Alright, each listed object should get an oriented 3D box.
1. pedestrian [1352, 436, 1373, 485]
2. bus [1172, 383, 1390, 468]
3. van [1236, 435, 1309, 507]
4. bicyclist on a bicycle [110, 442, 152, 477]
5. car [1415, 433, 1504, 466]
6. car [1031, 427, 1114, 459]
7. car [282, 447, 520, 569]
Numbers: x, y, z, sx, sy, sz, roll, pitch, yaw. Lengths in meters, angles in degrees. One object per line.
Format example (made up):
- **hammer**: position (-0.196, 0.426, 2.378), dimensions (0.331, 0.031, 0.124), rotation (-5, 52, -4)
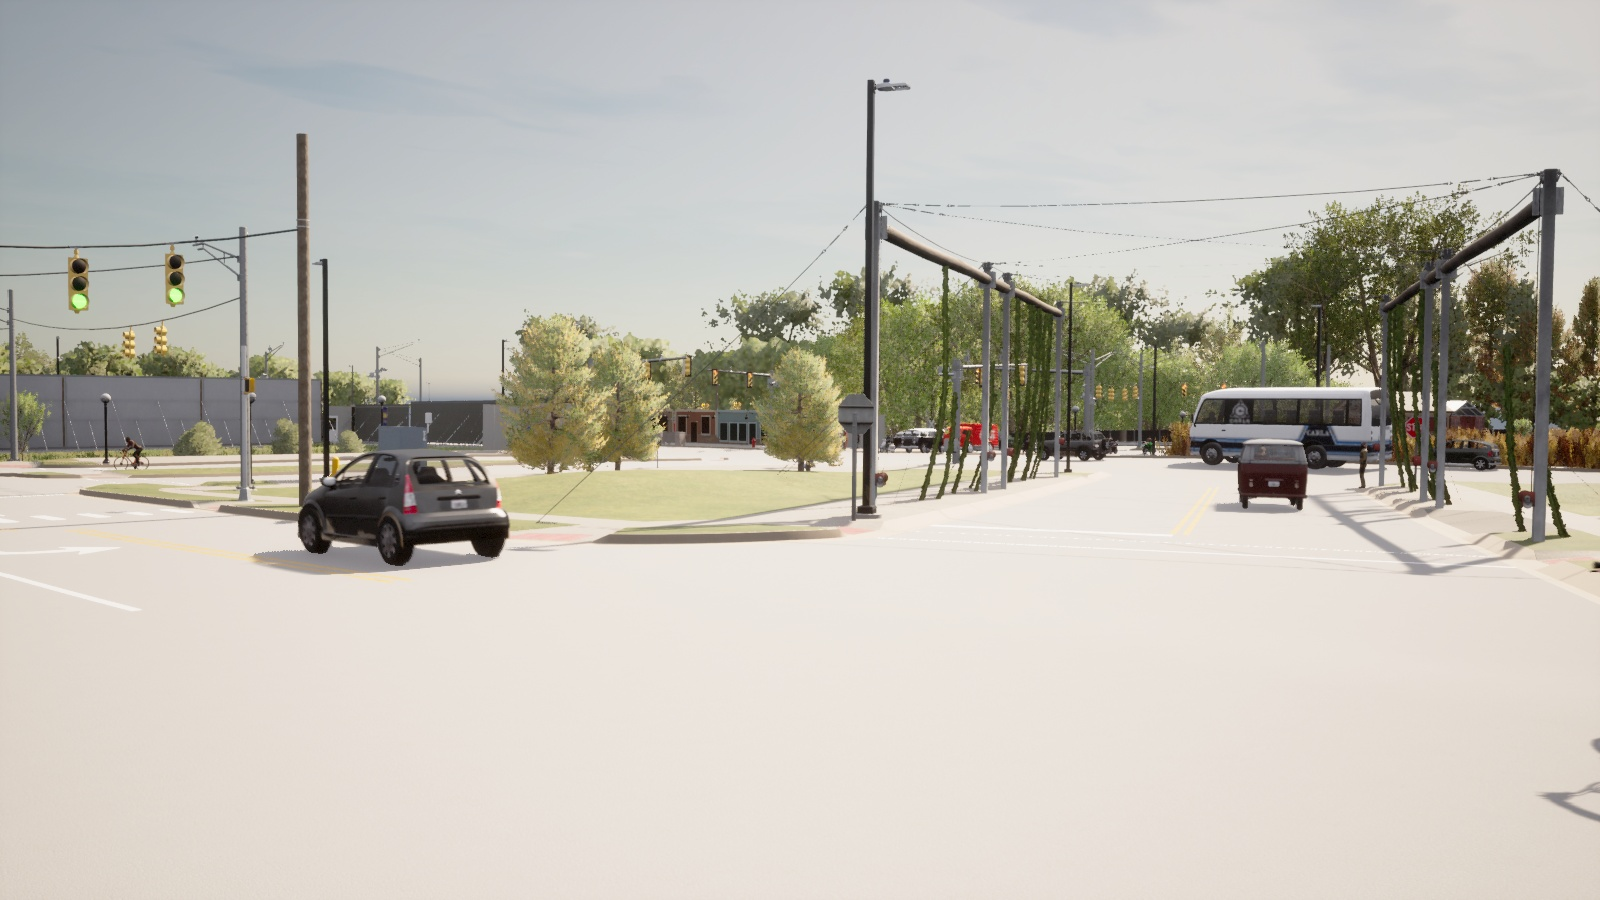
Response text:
- **pedestrian**: position (22.309, 0.418, 49.778), dimensions (0.692, 1.930, 0.396), rotation (1, 3, 29)
- **bus**: position (25.761, -1.439, 67.762), dimensions (10.273, 4.253, 3.944), rotation (2, 4, 44)
- **van**: position (13.809, 0.549, 36.885), dimensions (1.775, 1.987, 4.442), rotation (1, 1, 18)
- **bicyclist on a bicycle**: position (-31.950, 0.447, 60.015), dimensions (0.582, 1.620, 1.656), rotation (1, 2, 39)
- **car**: position (34.011, -0.041, 64.822), dimensions (3.705, 1.549, 1.789), rotation (2, 3, 44)
- **car**: position (16.627, -0.407, 76.758), dimensions (4.605, 1.855, 1.932), rotation (0, 2, 44)
- **car**: position (-6.176, 0.798, 19.201), dimensions (1.851, 1.617, 3.988), rotation (-2, 2, -44)
